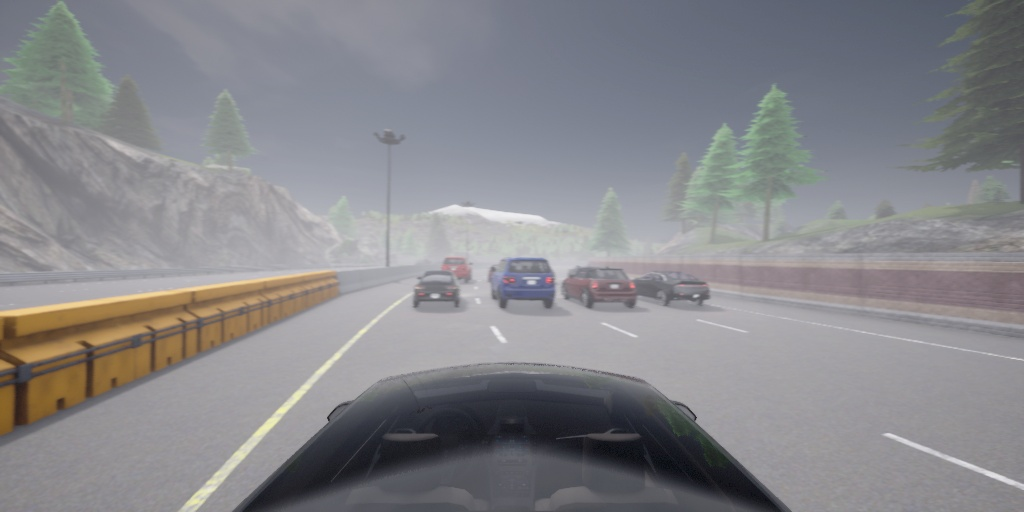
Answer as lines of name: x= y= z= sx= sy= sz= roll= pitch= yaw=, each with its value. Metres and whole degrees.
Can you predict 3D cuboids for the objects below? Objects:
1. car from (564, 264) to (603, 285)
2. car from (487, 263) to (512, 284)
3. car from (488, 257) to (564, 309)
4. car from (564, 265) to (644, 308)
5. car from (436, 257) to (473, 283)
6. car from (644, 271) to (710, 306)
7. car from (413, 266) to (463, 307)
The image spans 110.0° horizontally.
car: x=5.948 y=1.529 z=30.442 sx=2.128 sy=1.511 sz=4.902 roll=1 pitch=0 yaw=-2
car: x=-1.046 y=1.416 z=30.312 sx=1.882 sy=1.535 sz=5.008 roll=1 pitch=0 yaw=-2
car: x=0.326 y=1.071 z=15.803 sx=2.150 sy=2.045 sz=5.566 roll=1 pitch=0 yaw=-8
car: x=3.780 y=1.256 z=16.394 sx=2.097 sy=1.767 sz=4.553 roll=1 pitch=-1 yaw=-8
car: x=-4.534 y=1.102 z=29.673 sx=2.150 sy=2.045 sz=5.566 roll=1 pitch=0 yaw=-3
car: x=7.212 y=1.452 z=17.124 sx=2.128 sy=1.511 sz=4.902 roll=1 pitch=0 yaw=-8
car: x=-3.183 y=1.331 z=15.669 sx=1.812 sy=1.442 sz=4.674 roll=1 pitch=0 yaw=-8
